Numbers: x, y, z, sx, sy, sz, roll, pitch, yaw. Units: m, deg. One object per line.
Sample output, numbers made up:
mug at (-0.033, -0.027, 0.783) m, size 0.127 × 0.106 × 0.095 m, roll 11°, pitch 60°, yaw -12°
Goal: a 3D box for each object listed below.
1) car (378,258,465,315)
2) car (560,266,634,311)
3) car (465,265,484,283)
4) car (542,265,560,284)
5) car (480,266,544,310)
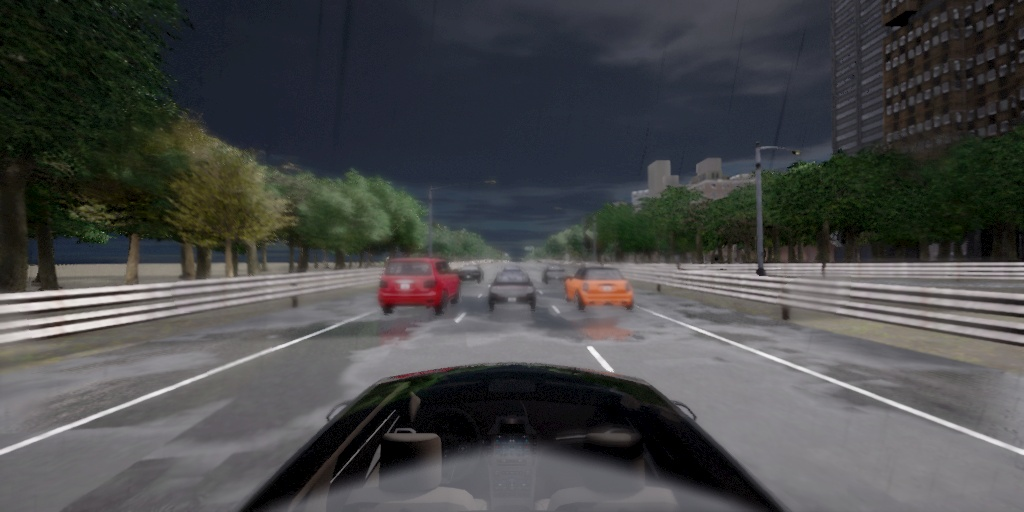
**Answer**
car at (-3.487, 1.104, 14.441) m, size 2.150 × 2.045 × 5.566 m, roll 0°, pitch 0°, yaw 0°
car at (3.524, 1.239, 15.296) m, size 2.097 × 1.767 × 4.553 m, roll 0°, pitch -1°, yaw 0°
car at (-3.470, 1.516, 31.108) m, size 1.882 × 1.535 × 5.008 m, roll 0°, pitch 0°, yaw 0°
car at (3.523, 1.525, 30.361) m, size 2.128 × 1.511 × 4.902 m, roll 0°, pitch 0°, yaw 0°
car at (0.023, 1.382, 15.368) m, size 2.128 × 1.511 × 4.902 m, roll 0°, pitch 0°, yaw 0°
